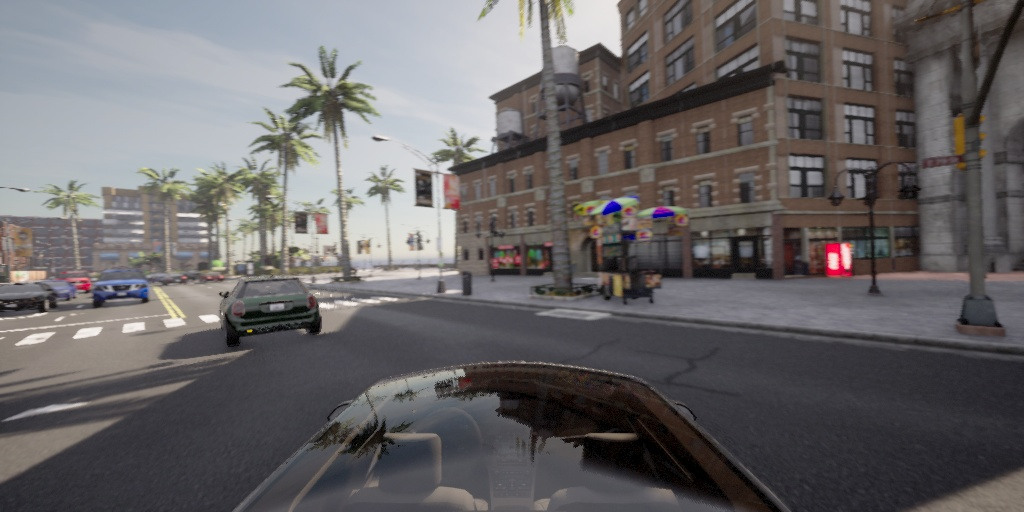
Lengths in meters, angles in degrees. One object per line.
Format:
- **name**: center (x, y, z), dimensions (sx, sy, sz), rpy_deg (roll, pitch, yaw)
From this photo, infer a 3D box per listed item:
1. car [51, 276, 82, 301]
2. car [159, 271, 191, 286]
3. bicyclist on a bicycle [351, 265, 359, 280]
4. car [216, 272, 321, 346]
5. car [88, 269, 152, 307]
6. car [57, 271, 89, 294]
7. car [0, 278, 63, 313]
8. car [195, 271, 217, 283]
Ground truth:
- **car**: center (-32.089, 2.428, 25.134), dimensions (4.674, 1.442, 1.812), rpy_deg (-2, 0, 44)
- **car**: center (-40.233, 2.739, 42.745), dimensions (4.674, 1.442, 1.812), rpy_deg (-2, 0, 40)
- **bicyclist on a bicycle**: center (-14.934, 1.619, 33.535), dimensions (0.582, 1.620, 1.656), rpy_deg (-2, 0, 44)
- **car**: center (-7.369, 1.372, 10.776), dimensions (2.097, 1.767, 4.553), rpy_deg (-2, 0, -40)
- **car**: center (-23.441, 1.818, 21.628), dimensions (5.566, 2.045, 2.150), rpy_deg (-2, 0, 44)
- **car**: center (-39.820, 2.405, 32.597), dimensions (5.566, 2.045, 2.150), rpy_deg (-2, 0, 44)
- **car**: center (-25.408, 2.138, 18.660), dimensions (5.008, 1.535, 1.882), rpy_deg (-2, 0, 44)
- **car**: center (-38.405, 2.755, 45.809), dimensions (4.718, 1.301, 1.895), rpy_deg (-2, 0, 40)
